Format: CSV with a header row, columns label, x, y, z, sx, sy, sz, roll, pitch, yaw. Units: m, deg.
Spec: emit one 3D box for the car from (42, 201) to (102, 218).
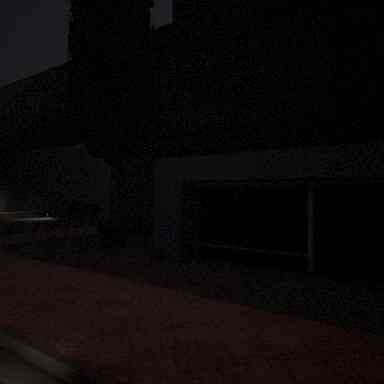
label,x,y,z,sx,sy,sz,roll,pitch,yaw
car,-10.878,1.543,30.716,2.033,1.411,5.357,0,0,36
